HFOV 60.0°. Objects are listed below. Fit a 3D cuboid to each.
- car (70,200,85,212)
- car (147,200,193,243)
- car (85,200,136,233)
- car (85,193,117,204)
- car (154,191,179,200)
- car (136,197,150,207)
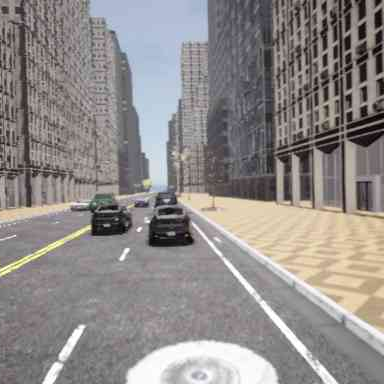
[{"bbox_3d":[-12.975,1.569,39.378,1.895,1.301,4.718,-2,1,-5],"label":"car"},{"bbox_3d":[-1.011,1.363,15.513,1.837,1.490,4.892,-2,1,-5],"label":"car"},{"bbox_3d":[-4.567,1.426,19.360,1.837,1.490,4.892,-2,1,-5],"label":"car"},{"bbox_3d":[-9.408,1.124,35.677,2.150,2.045,5.566,-2,0,-4],"label":"car"},{"bbox_3d":[-2.478,0.950,32.578,2.150,2.045,5.566,-2,1,-5],"label":"car"},{"bbox_3d":[-6.808,1.327,45.660,1.895,1.301,4.718,-2,1,-5],"label":"car"}]
